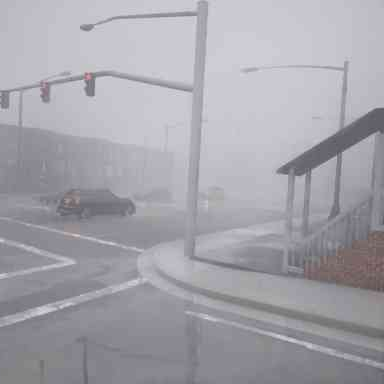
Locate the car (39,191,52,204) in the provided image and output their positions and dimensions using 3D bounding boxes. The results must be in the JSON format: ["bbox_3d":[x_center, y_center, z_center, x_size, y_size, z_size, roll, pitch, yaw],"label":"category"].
[{"bbox_3d":[-9.579,0.224,26.419,1.837,1.490,4.892,5,3,35],"label":"car"}]

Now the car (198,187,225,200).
[{"bbox_3d":[2.410,0.078,43.047,2.097,1.767,4.553,5,3,36],"label":"car"}]

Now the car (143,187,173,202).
[{"bbox_3d":[-3.982,0.228,34.206,1.837,1.490,4.892,5,2,36],"label":"car"}]

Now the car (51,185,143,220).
[{"bbox_3d":[-5.519,0.555,19.818,2.097,1.767,4.553,5,3,37],"label":"car"}]
